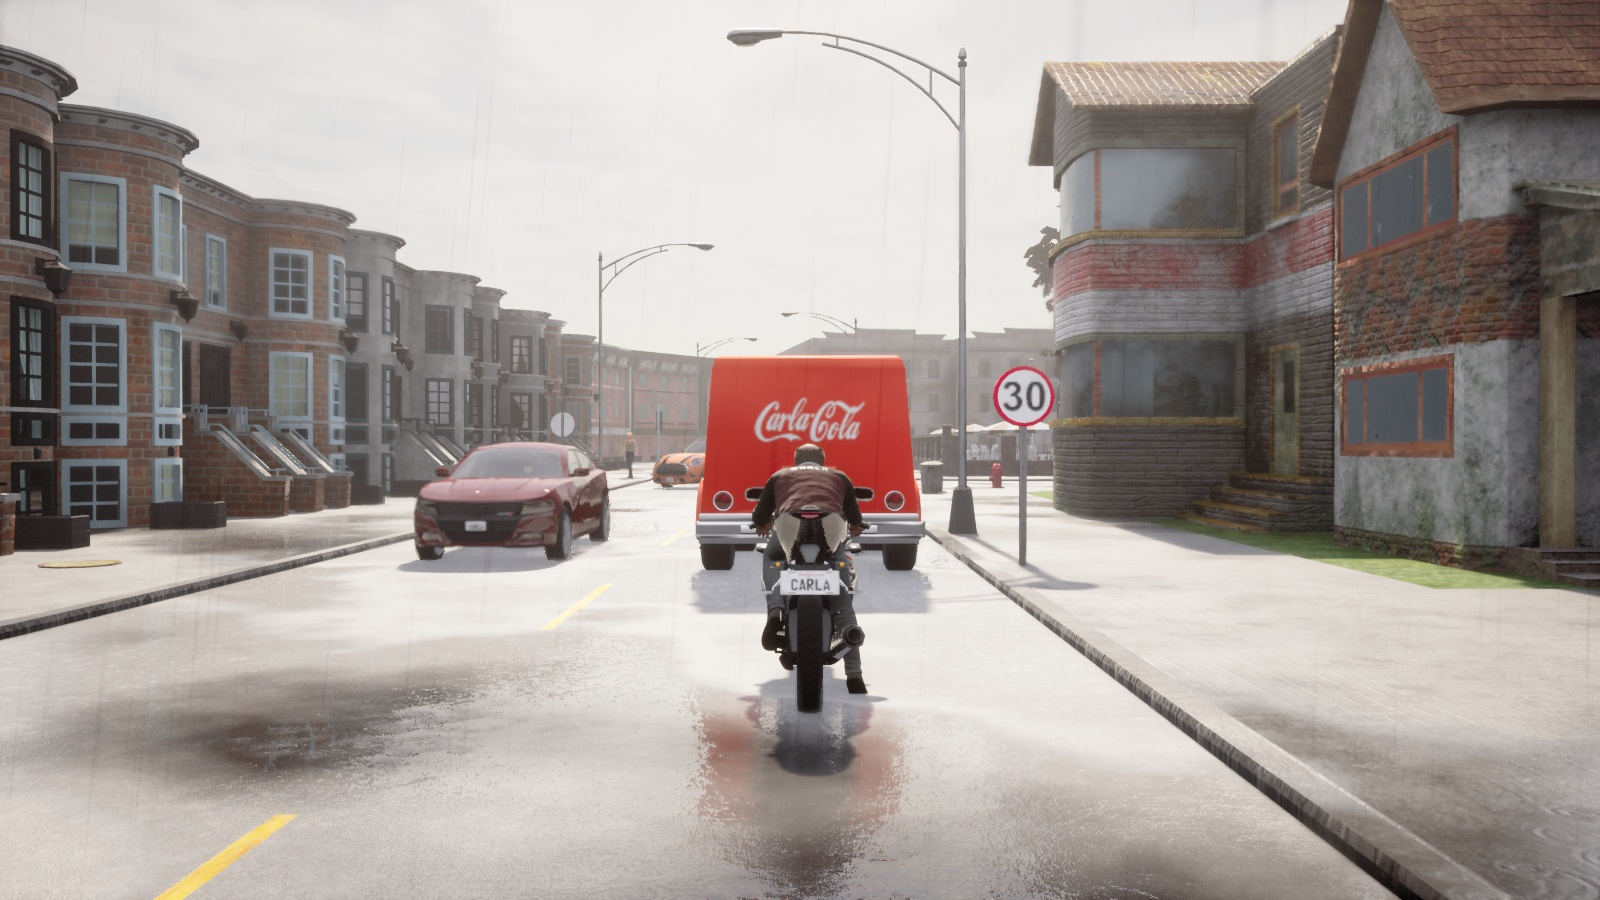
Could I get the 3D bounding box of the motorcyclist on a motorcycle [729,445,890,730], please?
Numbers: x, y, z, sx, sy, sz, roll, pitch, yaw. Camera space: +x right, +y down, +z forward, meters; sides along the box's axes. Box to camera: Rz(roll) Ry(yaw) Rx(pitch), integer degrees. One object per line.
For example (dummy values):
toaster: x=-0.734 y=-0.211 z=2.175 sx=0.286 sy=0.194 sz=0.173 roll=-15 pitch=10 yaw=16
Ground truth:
motorcyclist on a motorcycle: x=0.059 y=0.737 z=7.850 sx=0.866 sy=1.530 sz=2.191 roll=0 pitch=0 yaw=0

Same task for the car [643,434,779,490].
car: x=-2.908 y=0.366 z=41.965 sx=2.097 sy=1.767 sz=4.553 roll=0 pitch=0 yaw=35

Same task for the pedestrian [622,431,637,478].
pedestrian: x=-6.679 y=0.173 z=49.262 sx=0.345 sy=1.836 sz=0.594 roll=0 pitch=0 yaw=18

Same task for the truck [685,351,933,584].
truck: x=0.105 y=0.170 z=15.910 sx=2.627 sy=2.467 sz=5.204 roll=0 pitch=0 yaw=0

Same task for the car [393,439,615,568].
car: x=-3.887 y=0.622 z=17.445 sx=1.882 sy=1.535 sz=5.008 roll=0 pitch=0 yaw=0
